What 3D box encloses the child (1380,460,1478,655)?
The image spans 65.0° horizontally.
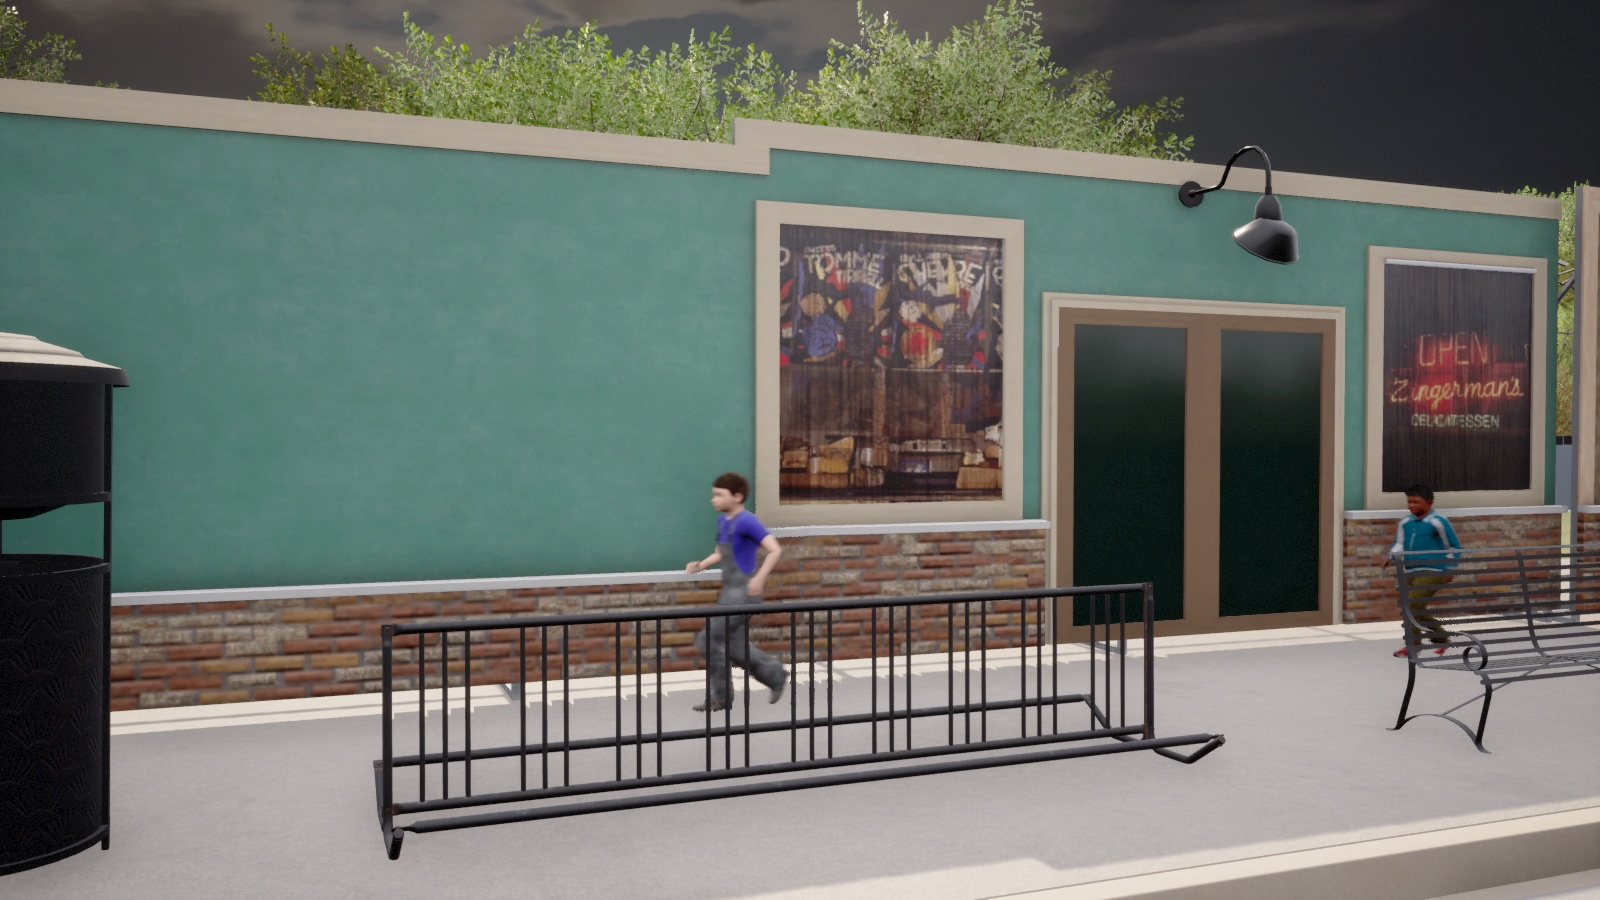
[{"bbox_3d":[4.005,0.667,8.006,0.448,1.192,0.343,-1,1,-20],"label":"child"}]

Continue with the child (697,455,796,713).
[{"bbox_3d":[-0.274,0.660,6.365,0.437,1.263,0.270,-1,1,-18],"label":"child"}]
